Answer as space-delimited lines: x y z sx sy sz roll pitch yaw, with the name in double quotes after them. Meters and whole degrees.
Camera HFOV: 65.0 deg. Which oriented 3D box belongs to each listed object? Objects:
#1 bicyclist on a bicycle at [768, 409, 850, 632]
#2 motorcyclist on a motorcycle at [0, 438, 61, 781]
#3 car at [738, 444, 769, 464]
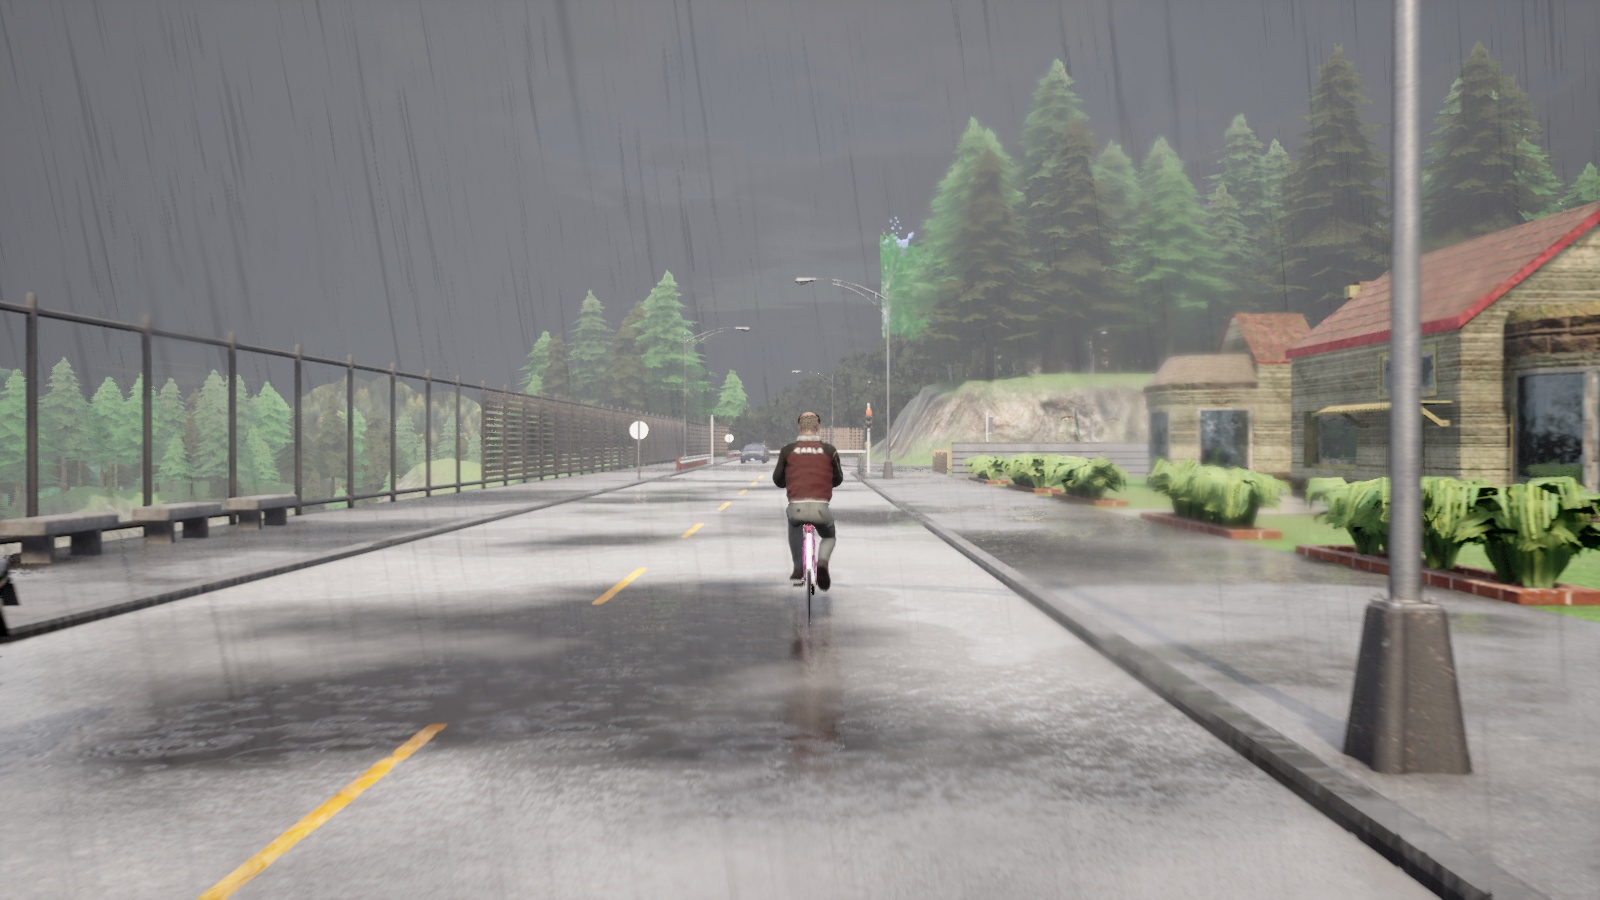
0.078 0.555 10.961 0.659 1.776 1.843 0 1 0 "bicyclist on a bicycle"
-3.956 0.700 5.008 0.797 1.523 2.044 0 -1 0 "motorcyclist on a motorcycle"
-3.396 0.270 92.540 2.033 1.411 5.357 0 0 0 "car"
